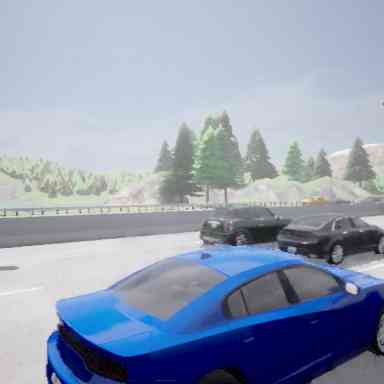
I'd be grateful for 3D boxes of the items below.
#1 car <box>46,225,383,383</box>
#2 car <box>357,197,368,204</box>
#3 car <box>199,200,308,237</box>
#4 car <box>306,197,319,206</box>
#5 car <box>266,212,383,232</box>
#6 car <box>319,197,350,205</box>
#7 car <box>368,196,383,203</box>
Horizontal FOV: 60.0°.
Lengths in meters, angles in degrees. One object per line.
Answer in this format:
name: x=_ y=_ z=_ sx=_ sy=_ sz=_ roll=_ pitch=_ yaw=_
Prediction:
car: x=0.828 y=1.478 z=4.351 sx=5.008 sy=1.535 sz=1.882 roll=0 pitch=0 yaw=-36
car: x=25.240 y=1.361 z=46.533 sx=4.553 sy=1.767 sz=2.097 roll=0 pitch=0 yaw=-27
car: x=2.575 y=1.353 z=14.225 sx=4.553 sy=1.767 sz=2.097 roll=0 pitch=0 yaw=-36
car: x=18.821 y=1.487 z=50.964 sx=5.008 sy=1.535 sz=1.882 roll=0 pitch=0 yaw=-29
car: x=5.051 y=1.508 z=11.695 sx=4.892 sy=1.490 sz=1.837 roll=0 pitch=0 yaw=-36
car: x=20.954 y=1.574 z=48.158 sx=4.181 sy=1.385 sz=1.994 roll=0 pitch=0 yaw=-29
car: x=25.249 y=1.487 z=42.565 sx=5.008 sy=1.535 sz=1.882 roll=0 pitch=0 yaw=-28
